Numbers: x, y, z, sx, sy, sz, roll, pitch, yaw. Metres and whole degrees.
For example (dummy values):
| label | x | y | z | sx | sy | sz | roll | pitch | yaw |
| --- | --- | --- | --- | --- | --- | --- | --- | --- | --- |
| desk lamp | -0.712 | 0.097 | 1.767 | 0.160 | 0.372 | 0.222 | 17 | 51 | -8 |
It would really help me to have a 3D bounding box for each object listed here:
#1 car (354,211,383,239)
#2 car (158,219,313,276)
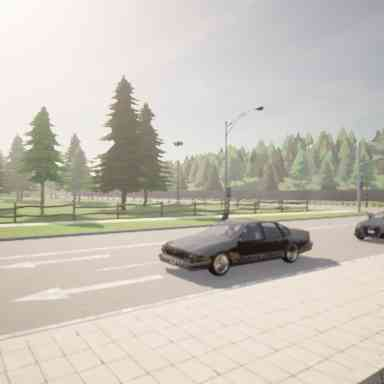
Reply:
| label | x | y | z | sx | sy | sz | roll | pitch | yaw |
| --- | --- | --- | --- | --- | --- | --- | --- | --- | --- |
| car | 9.881 | 1.661 | 16.448 | 4.181 | 1.385 | 1.994 | 0 | 0 | -35 |
| car | 1.636 | 1.589 | 10.660 | 5.357 | 1.411 | 2.033 | 0 | 0 | -35 |
